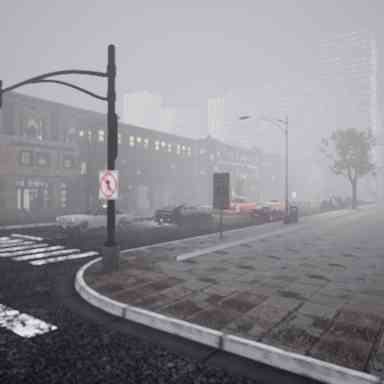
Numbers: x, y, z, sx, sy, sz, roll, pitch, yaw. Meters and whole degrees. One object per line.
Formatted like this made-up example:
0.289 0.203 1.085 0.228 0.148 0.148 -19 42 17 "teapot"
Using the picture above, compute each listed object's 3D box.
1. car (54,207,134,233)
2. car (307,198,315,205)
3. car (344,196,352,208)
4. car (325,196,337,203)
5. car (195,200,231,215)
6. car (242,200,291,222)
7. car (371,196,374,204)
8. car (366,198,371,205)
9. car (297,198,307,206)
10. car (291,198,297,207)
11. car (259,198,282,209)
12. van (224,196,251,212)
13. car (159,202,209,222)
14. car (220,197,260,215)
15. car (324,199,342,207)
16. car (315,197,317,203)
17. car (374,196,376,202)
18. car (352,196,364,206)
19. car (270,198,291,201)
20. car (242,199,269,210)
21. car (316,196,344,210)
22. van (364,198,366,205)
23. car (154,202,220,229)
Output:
-5.849 1.617 20.289 1.895 1.301 4.718 0 0 35 "car"
21.530 1.815 63.771 2.008 1.369 4.403 0 0 35 "car"
22.034 1.547 49.911 2.192 1.841 5.009 0 0 35 "car"
34.236 1.832 81.857 1.967 1.590 4.097 0 0 35 "car"
2.372 1.615 36.501 1.752 1.417 4.829 0 0 35 "car"
6.194 1.636 27.273 1.887 1.381 4.507 0 0 35 "car"
38.015 1.912 72.657 1.752 1.417 4.829 0 0 35 "car"
34.740 1.936 67.995 1.802 1.307 4.206 0 0 35 "car"
18.353 1.785 59.249 2.008 1.369 4.403 0 0 35 "car"
15.176 1.755 54.727 2.008 1.369 4.403 0 0 35 "car"
11.902 1.699 50.066 1.752 1.417 4.829 0 0 35 "car"
5.646 1.458 41.163 1.690 1.788 3.998 0 0 35 "van"
-0.597 1.621 27.749 1.994 1.385 4.181 0 0 36 "car"
5.212 1.456 36.012 2.097 1.767 4.553 0 0 35 "car"
24.794 1.870 58.336 1.895 1.301 4.718 0 0 35 "car"
27.883 1.767 72.813 1.967 1.590 4.097 0 0 35 "car"
41.093 2.001 77.039 1.802 1.307 4.206 0 0 35 "car"
28.388 1.607 58.955 2.192 1.841 5.009 0 0 35 "car"
11.083 1.633 44.312 1.882 1.535 5.008 0 0 36 "car"
8.823 1.696 45.684 2.008 1.369 4.403 0 0 35 "car"
18.857 1.642 45.389 1.967 1.590 4.097 0 0 35 "car"
31.564 1.664 63.476 1.690 1.788 3.998 0 0 35 "van"
-0.461 1.540 22.495 2.128 1.511 4.902 0 0 36 "car"
